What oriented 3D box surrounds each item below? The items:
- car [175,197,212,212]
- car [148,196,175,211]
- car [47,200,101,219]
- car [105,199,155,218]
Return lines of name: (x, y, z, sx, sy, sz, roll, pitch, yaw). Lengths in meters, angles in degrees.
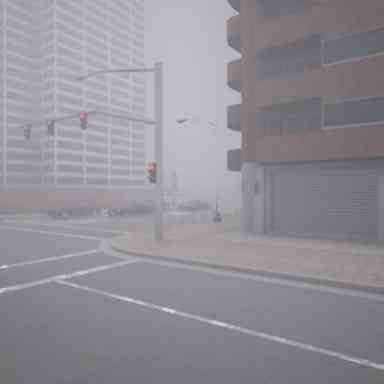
car: (0.386, 1.590, 39.448, 2.033, 1.411, 5.357, 0, 0, 35)
car: (-4.543, 1.554, 38.546, 1.837, 1.490, 4.892, 0, 0, 35)
car: (-10.554, 1.527, 30.030, 1.882, 1.535, 5.008, 0, 0, 35)
car: (-5.684, 1.643, 30.862, 1.895, 1.301, 4.718, 0, 0, 35)
